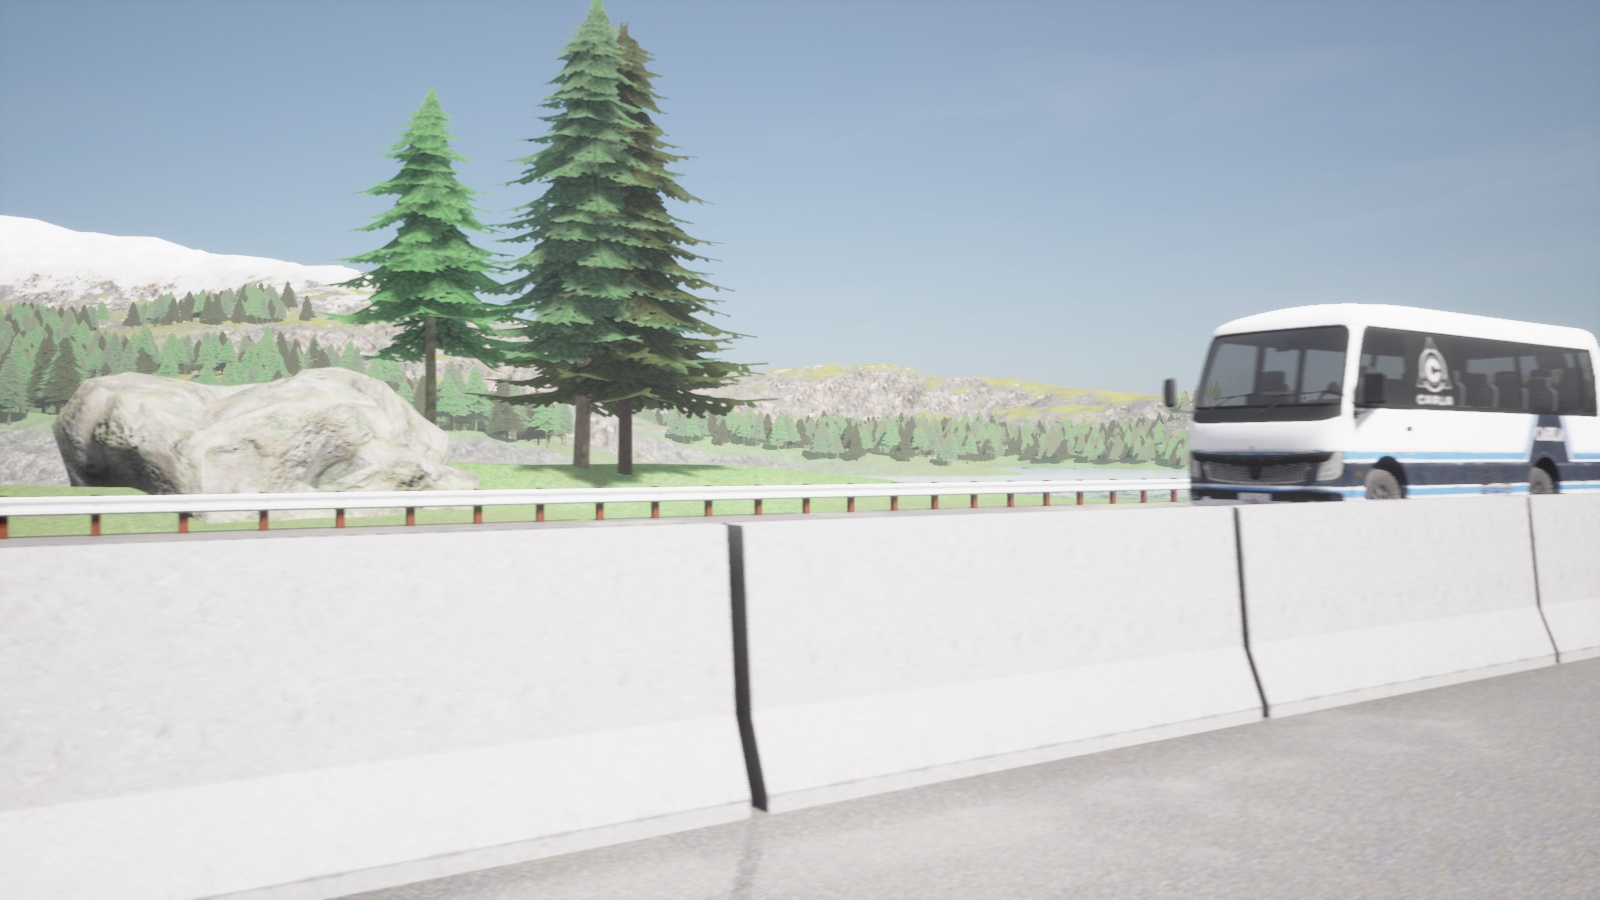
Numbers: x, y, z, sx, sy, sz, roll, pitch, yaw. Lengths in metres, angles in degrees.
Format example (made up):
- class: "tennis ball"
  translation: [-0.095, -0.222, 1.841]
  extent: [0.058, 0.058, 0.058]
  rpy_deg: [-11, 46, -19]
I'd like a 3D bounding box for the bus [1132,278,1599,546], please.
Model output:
- class: "bus"
  translation: [11.455, -0.596, 24.429]
  extent: [10.273, 4.253, 3.944]
  rpy_deg: [0, 0, -35]
